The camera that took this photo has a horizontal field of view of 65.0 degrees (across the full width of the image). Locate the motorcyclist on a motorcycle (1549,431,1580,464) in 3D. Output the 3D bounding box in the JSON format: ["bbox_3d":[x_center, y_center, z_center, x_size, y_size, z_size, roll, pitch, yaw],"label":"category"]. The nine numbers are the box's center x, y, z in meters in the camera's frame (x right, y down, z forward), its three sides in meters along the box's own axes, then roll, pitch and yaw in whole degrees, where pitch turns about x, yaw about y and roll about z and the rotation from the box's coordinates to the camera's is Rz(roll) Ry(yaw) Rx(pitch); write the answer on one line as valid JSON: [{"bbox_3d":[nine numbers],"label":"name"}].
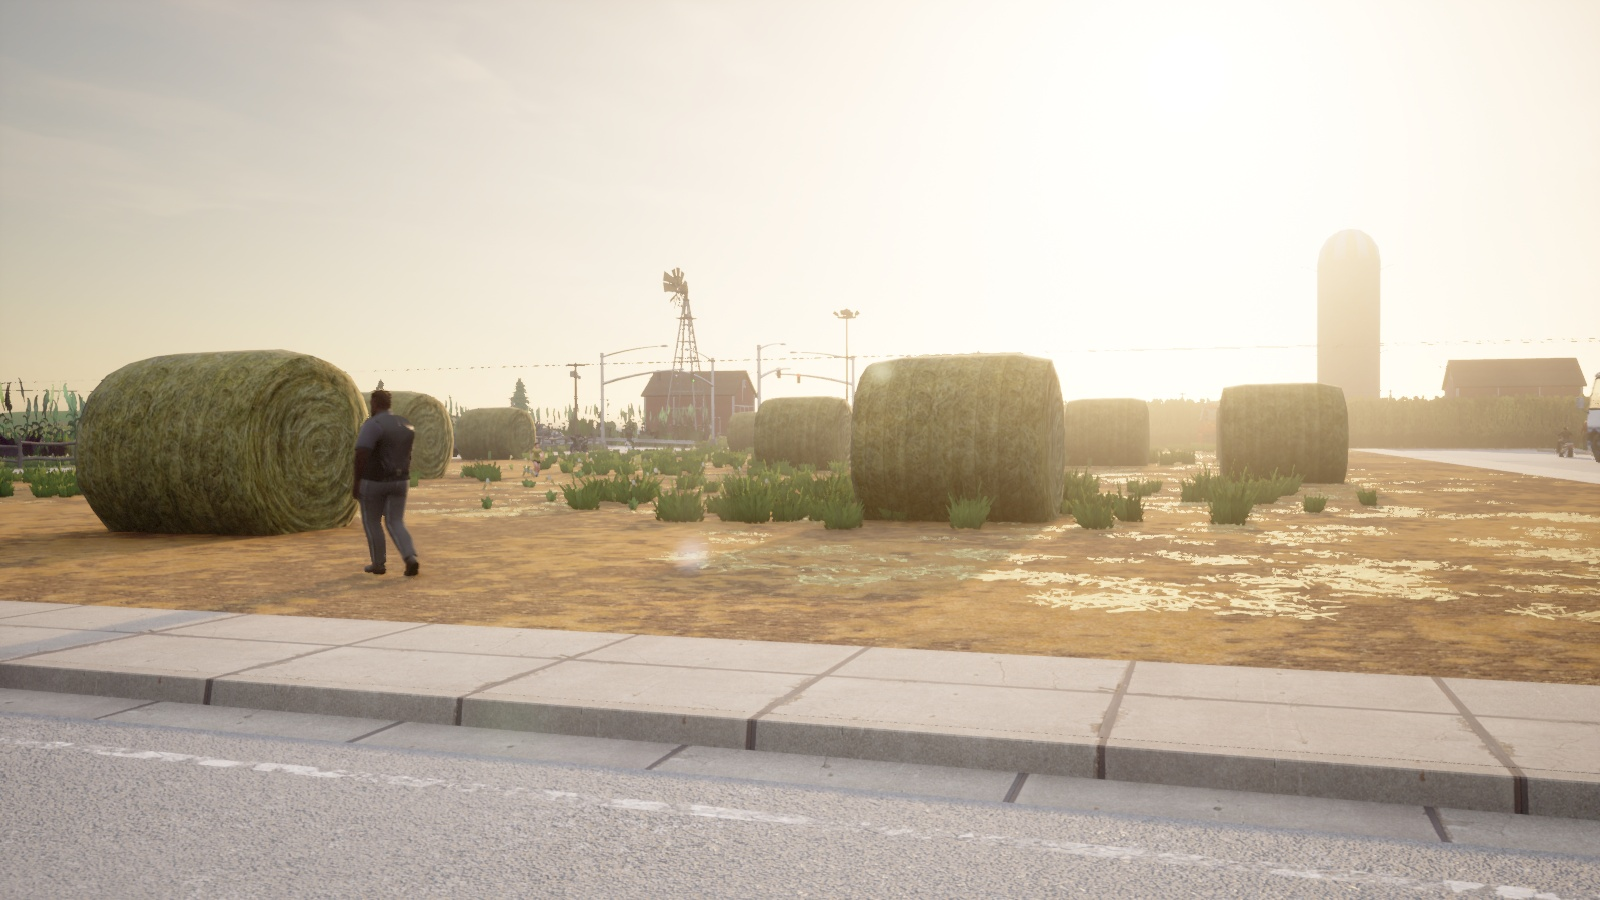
[{"bbox_3d":[38.763,-0.124,63.705,0.766,1.649,2.350,1,1,18],"label":"motorcyclist on a motorcycle"}]

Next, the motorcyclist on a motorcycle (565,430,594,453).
[{"bbox_3d":[-14.661,-0.565,83.480,0.866,1.530,2.191,1,1,21],"label":"motorcyclist on a motorcycle"}]

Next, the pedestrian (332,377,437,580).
[{"bbox_3d":[-4.002,0.255,12.093,0.849,1.883,0.563,1,1,36],"label":"pedestrian"}]

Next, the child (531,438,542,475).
[{"bbox_3d":[-7.881,0.200,37.593,0.255,1.110,0.394,0,1,-20],"label":"child"}]

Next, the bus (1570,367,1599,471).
[{"bbox_3d":[34.497,-1.251,50.181,3.944,4.253,10.273,0,1,18],"label":"bus"}]
